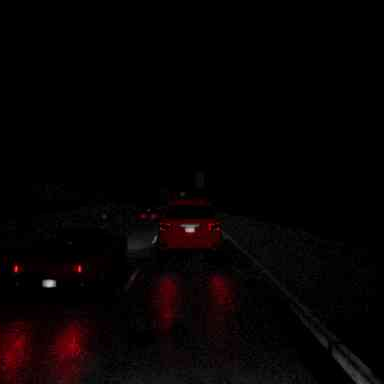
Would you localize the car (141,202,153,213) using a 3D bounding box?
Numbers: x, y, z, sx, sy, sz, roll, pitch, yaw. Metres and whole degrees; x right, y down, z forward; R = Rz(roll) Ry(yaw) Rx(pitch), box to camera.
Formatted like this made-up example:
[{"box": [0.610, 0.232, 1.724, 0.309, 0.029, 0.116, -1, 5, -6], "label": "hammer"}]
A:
[{"box": [-5.325, 1.838, 41.064, 1.895, 1.301, 4.718, 1, -1, -7], "label": "car"}]

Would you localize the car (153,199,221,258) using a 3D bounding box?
[{"box": [-0.138, 1.288, 13.108, 2.150, 2.045, 5.566, 0, 0, -2], "label": "car"}]

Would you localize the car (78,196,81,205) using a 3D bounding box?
[{"box": [-21.450, 1.727, 54.721, 5.008, 1.535, 2.097, 0, -1, -29], "label": "car"}]

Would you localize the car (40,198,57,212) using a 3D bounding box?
[{"box": [-19.274, 1.615, 40.092, 4.892, 1.521, 2.231, 0, 0, -27], "label": "car"}]

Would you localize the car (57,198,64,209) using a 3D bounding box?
[{"box": [-19.662, 1.633, 43.022, 4.892, 1.521, 2.231, 0, 0, -27], "label": "car"}]

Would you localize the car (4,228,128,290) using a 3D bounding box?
[{"box": [-3.031, 1.640, 9.187, 1.895, 1.301, 4.718, 0, 0, -1], "label": "car"}]

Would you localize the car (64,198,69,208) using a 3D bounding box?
[{"box": [-20.075, 1.654, 45.953, 4.892, 1.521, 2.231, 0, 0, -28], "label": "car"}]

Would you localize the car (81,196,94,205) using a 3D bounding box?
[{"box": [-23.794, 1.951, 69.406, 5.008, 1.535, 2.097, 0, -1, -29], "label": "car"}]

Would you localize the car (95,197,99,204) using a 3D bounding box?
[{"box": [-24.585, 2.080, 75.377, 5.366, 1.575, 1.946, 0, -2, -29], "label": "car"}]

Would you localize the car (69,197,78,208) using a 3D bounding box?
[{"box": [-20.985, 1.699, 51.796, 5.008, 1.535, 2.097, 0, -1, -29], "label": "car"}]

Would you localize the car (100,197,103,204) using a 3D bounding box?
[{"box": [-26.138, 2.074, 84.119, 5.566, 2.045, 2.435, 1, -2, -29], "label": "car"}]

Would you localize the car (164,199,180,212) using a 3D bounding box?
[{"box": [-2.771, 1.773, 44.770, 1.882, 1.535, 5.008, 1, 0, -7], "label": "car"}]

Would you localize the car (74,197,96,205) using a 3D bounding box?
[{"box": [-25.244, 2.032, 78.207, 4.553, 1.767, 2.185, 0, -2, -29], "label": "car"}]

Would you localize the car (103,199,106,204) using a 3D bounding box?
[{"box": [-27.126, 2.263, 89.959, 5.566, 2.045, 2.435, 1, -2, -29], "label": "car"}]

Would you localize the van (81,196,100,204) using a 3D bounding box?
[{"box": [-26.532, 2.192, 87.095, 4.442, 1.987, 1.878, 1, -2, -29], "label": "van"}]
